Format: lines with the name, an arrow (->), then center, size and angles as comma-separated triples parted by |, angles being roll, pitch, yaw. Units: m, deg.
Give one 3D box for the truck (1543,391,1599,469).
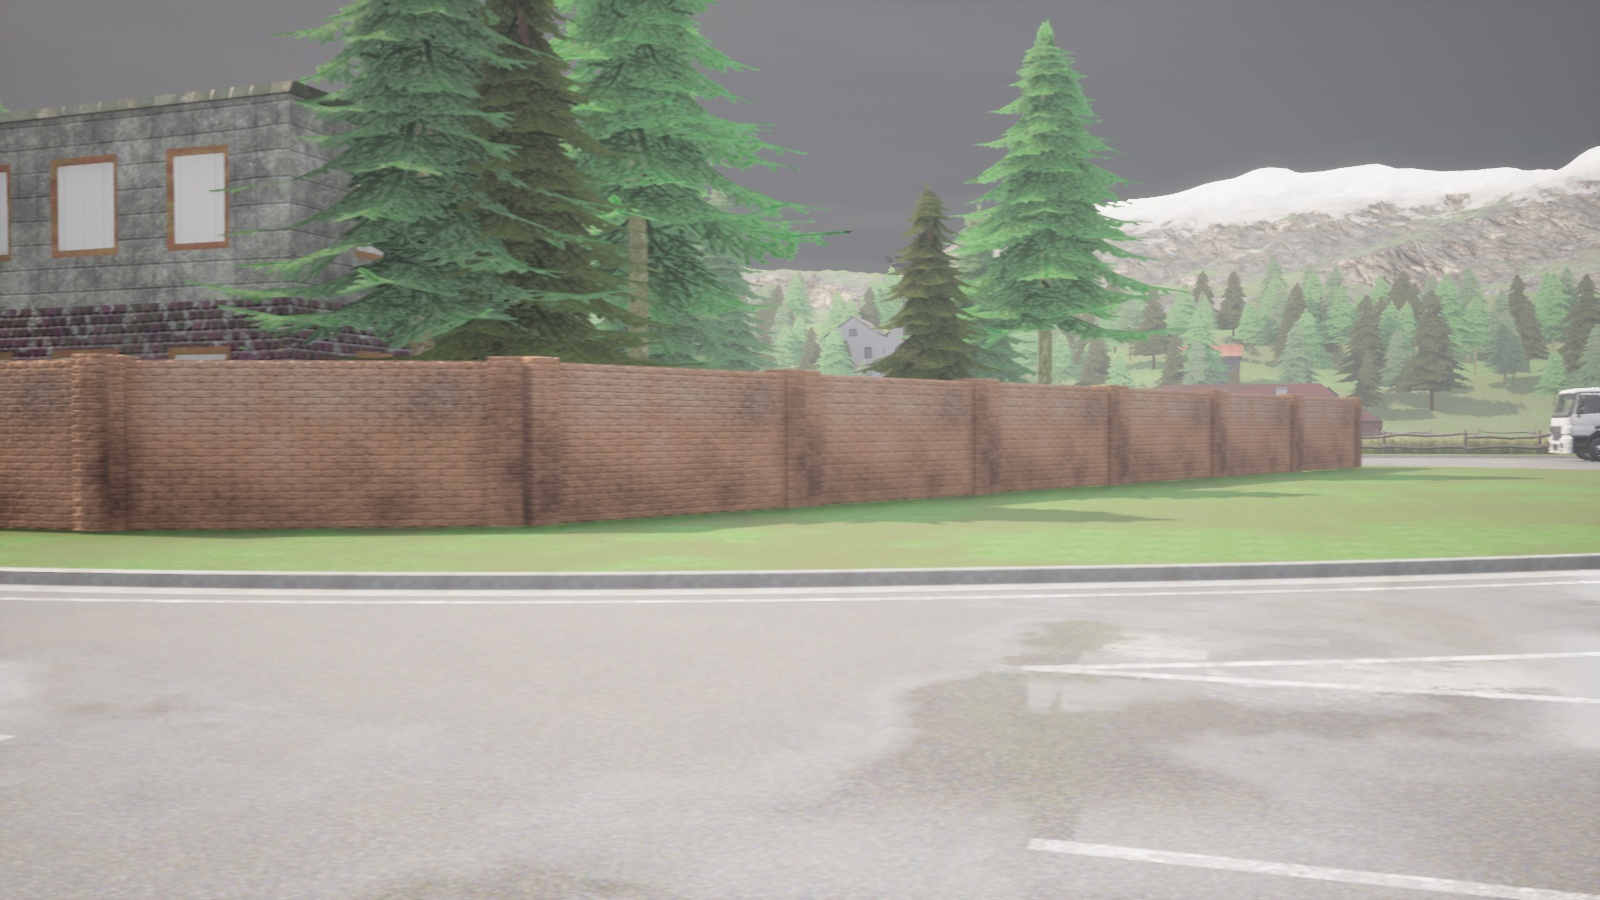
truck -> 38.253, -0.894, 56.381 | 7.936, 3.462, 2.891 | 1, 1, 19
